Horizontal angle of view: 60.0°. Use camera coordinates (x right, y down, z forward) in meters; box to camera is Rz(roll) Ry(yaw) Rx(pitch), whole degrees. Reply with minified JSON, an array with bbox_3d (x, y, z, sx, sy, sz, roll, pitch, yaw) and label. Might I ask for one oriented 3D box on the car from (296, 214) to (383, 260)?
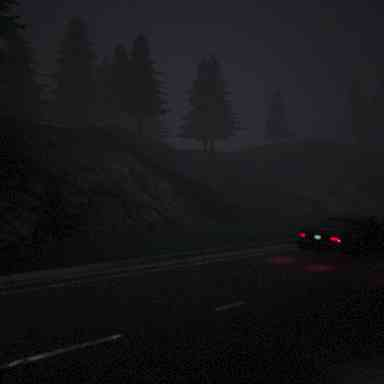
[{"bbox_3d":[6.207,1.555,12.477,5.357,1.411,2.033,0,0,-35],"label":"car"}]
